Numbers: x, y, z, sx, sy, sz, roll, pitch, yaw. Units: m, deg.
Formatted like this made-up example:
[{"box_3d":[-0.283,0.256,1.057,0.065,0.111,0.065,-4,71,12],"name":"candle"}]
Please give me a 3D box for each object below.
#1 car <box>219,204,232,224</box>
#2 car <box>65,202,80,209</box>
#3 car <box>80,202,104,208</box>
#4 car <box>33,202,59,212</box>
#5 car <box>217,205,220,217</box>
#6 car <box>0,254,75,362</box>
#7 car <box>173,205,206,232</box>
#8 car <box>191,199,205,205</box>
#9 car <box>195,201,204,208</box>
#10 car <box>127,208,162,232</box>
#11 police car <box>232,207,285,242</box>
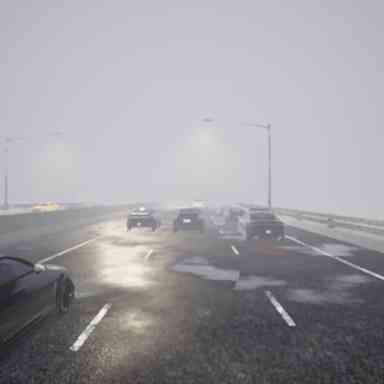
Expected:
[{"box_3d":[3.748,2.002,28.933,1.994,1.385,4.181,0,-1,1],"name":"car"},{"box_3d":[-16.891,2.272,48.518,1.837,1.490,4.892,0,-1,2],"name":"car"},{"box_3d":[-13.452,2.283,46.691,2.033,1.411,5.357,0,-1,2],"name":"car"},{"box_3d":[-20.447,2.211,46.665,1.882,1.535,5.008,0,-1,2],"name":"car"},{"box_3d":[3.969,2.170,39.852,2.033,1.411,5.357,0,-1,1],"name":"car"},{"box_3d":[-3.384,1.638,5.126,1.994,1.385,4.181,0,-1,0],"name":"car"},{"box_3d":[-0.144,1.839,22.537,2.163,1.488,4.792,0,-1,3],"name":"car"},{"box_3d":[1.082,2.158,58.110,2.150,2.045,5.566,0,-1,1],"name":"car"},{"box_3d":[1.648,2.792,74.979,1.994,1.385,4.181,0,-1,3],"name":"car"},{"box_3d":[-3.234,1.834,23.005,2.128,1.511,4.902,0,-1,1],"name":"car"},{"box_3d":[3.598,1.693,18.125,1.930,1.638,5.238,0,-1,1],"name":"police car"}]
